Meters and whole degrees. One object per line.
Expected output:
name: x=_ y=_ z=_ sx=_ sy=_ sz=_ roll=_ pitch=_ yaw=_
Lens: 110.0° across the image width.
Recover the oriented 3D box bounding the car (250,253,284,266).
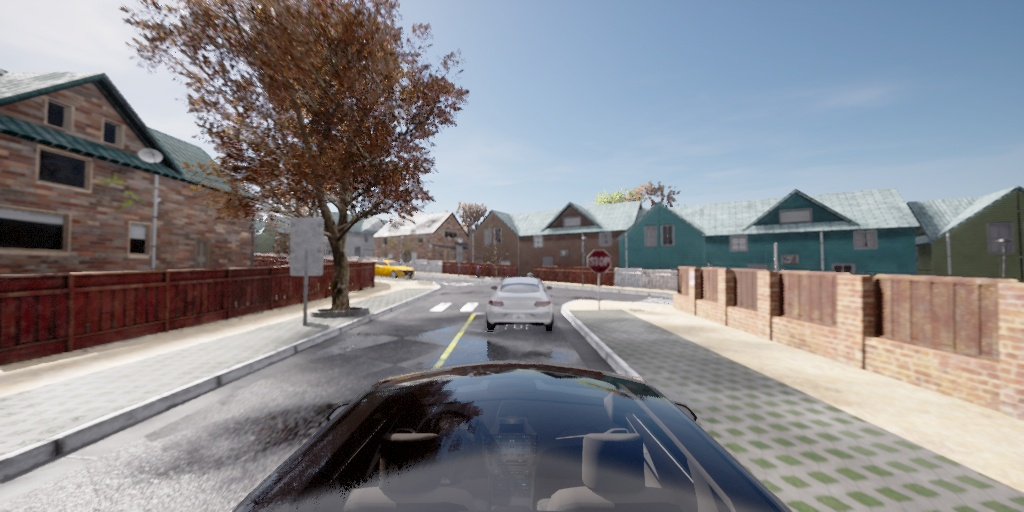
car: x=-33.405 y=0.443 z=48.814 sx=5.008 sy=1.535 sz=1.882 roll=2 pitch=-1 yaw=32

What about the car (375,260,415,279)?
car: x=-10.608 y=1.126 z=31.152 sx=5.008 sy=1.535 sz=1.882 roll=2 pitch=-1 yaw=32

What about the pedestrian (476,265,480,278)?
pedestrian: x=-3.120 y=1.406 z=33.369 sx=0.375 sy=1.300 sz=0.375 roll=-1 pitch=-5 yaw=32

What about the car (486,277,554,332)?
car: x=0.292 y=1.366 z=11.201 sx=1.812 sy=1.442 sz=4.674 roll=0 pitch=-1 yaw=3

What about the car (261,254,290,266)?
car: x=-27.254 y=0.590 z=41.603 sx=5.008 sy=1.535 sz=1.882 roll=2 pitch=-1 yaw=33
